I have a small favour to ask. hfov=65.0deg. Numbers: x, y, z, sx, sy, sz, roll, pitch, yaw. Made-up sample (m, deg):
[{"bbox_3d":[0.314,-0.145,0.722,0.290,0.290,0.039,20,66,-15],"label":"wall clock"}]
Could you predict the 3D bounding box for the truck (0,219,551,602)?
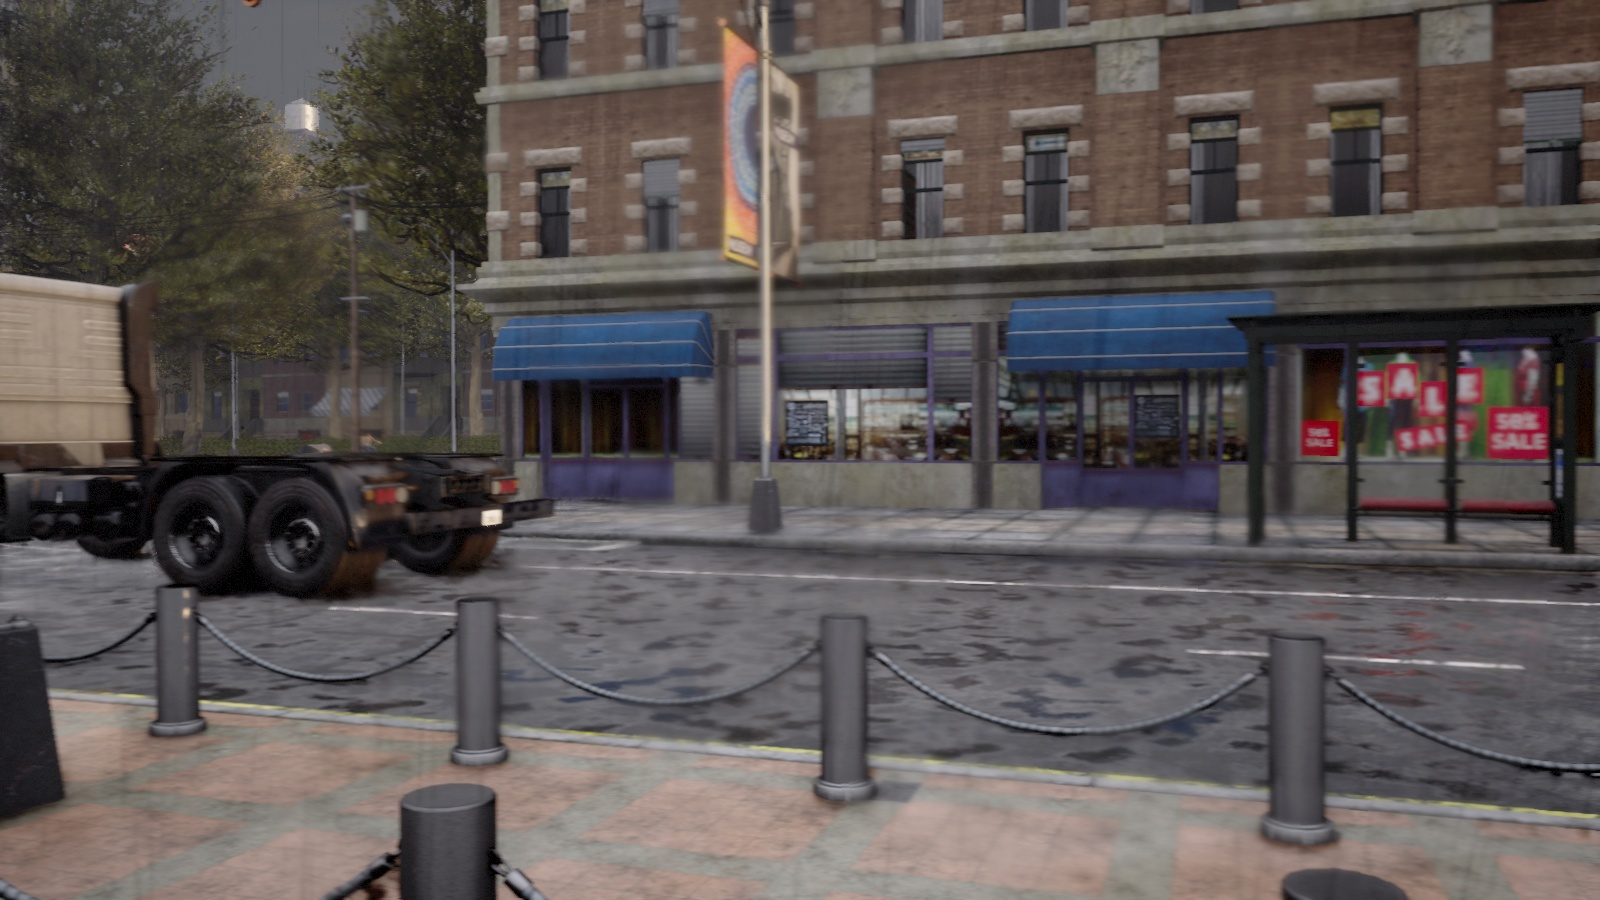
[{"bbox_3d":[-7.014,-0.406,13.978,7.936,3.462,2.891,1,1,19],"label":"truck"}]
